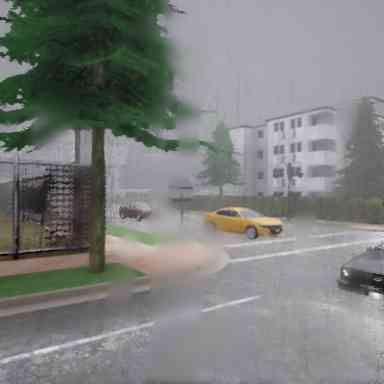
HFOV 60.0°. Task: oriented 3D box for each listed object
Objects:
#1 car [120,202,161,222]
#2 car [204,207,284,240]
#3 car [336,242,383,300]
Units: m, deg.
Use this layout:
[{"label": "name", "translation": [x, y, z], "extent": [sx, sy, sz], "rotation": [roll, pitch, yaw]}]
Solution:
[{"label": "car", "translation": [-4.472, 1.606, 28.345], "extent": [1.882, 1.535, 5.008], "rotation": [1, 0, -35]}, {"label": "car", "translation": [2.703, 1.605, 18.278], "extent": [1.882, 1.535, 5.008], "rotation": [1, 0, -37]}, {"label": "car", "translation": [5.708, 1.625, 7.947], "extent": [5.357, 1.411, 2.033], "rotation": [1, 0, -36]}]
